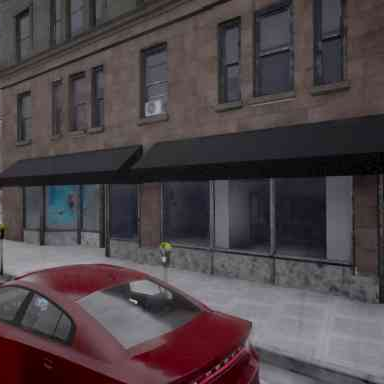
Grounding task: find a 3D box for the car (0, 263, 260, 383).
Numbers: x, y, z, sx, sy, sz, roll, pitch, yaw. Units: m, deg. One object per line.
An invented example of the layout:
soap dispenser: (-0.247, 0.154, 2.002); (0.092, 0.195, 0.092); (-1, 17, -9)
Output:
car: (-1.461, 1.545, 3.908); (4.507, 1.381, 1.887); (0, 0, 36)
